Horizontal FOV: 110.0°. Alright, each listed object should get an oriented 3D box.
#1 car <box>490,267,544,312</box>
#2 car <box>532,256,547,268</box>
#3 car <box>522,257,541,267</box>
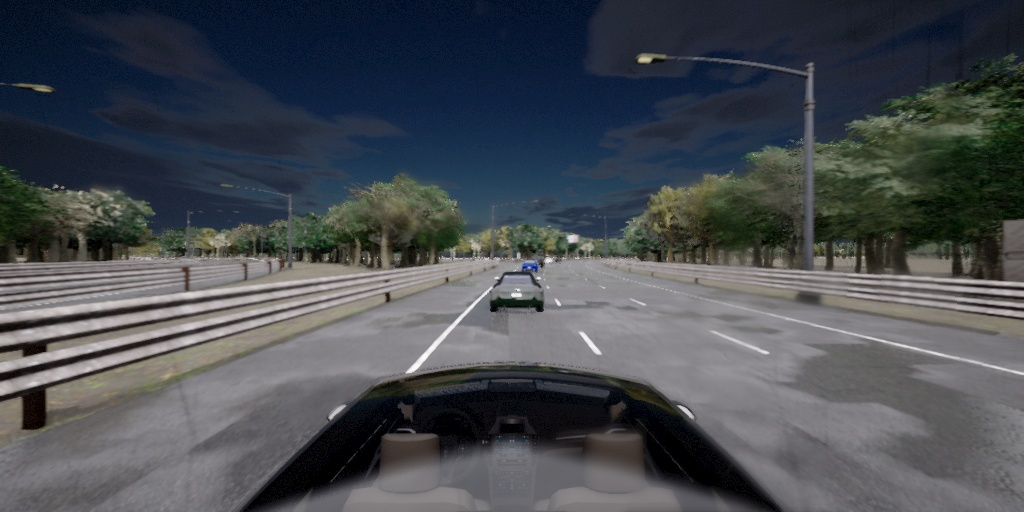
[{"bbox_3d":[0.226,1.309,14.328,1.994,1.385,4.181,0,0,2],"label":"car"},{"bbox_3d":[4.340,0.949,60.911,2.150,2.045,5.566,0,0,8],"label":"car"},{"bbox_3d":[2.324,1.211,44.860,1.882,1.535,5.008,0,0,6],"label":"car"}]
